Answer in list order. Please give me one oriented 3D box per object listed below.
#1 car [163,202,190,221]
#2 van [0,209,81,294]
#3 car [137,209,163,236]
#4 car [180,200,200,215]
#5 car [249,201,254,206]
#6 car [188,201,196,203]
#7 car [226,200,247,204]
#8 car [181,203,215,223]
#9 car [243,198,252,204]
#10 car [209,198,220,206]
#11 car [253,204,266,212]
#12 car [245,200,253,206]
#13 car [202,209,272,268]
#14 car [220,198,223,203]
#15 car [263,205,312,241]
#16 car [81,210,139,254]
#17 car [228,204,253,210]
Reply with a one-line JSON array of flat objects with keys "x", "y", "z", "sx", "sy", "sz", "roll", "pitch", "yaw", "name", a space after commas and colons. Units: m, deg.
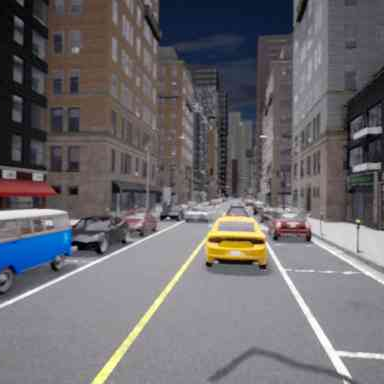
[{"x": -1.702, "y": 1.873, "z": 30.389, "sx": 1.947, "sy": 1.339, "sz": 4.313, "roll": 1, "pitch": -1, "yaw": 8, "name": "car"}, {"x": -4.690, "y": 1.373, "z": 8.591, "sx": 1.690, "sy": 1.788, "sz": 3.998, "roll": 1, "pitch": -1, "yaw": 8, "name": "van"}, {"x": -3.197, "y": 1.751, "z": 19.489, "sx": 1.802, "sy": 1.307, "sz": 4.206, "roll": 1, "pitch": -1, "yaw": 8, "name": "car"}, {"x": -0.206, "y": 1.887, "z": 41.290, "sx": 1.967, "sy": 1.590, "sz": 4.097, "roll": 1, "pitch": -1, "yaw": 8, "name": "car"}, {"x": 8.238, "y": 2.110, "z": 40.128, "sx": 1.947, "sy": 1.339, "sz": 4.313, "roll": 1, "pitch": -1, "yaw": 8, "name": "car"}, {"x": -0.955, "y": 1.958, "z": 35.838, "sx": 1.802, "sy": 1.307, "sz": 4.206, "roll": 1, "pitch": -1, "yaw": 8, "name": "car"}, {"x": 5.373, "y": 2.034, "z": 40.248, "sx": 1.812, "sy": 1.442, "sz": 4.674, "roll": 1, "pitch": -1, "yaw": 9, "name": "car"}, {"x": 0.618, "y": 1.915, "z": 28.327, "sx": 1.895, "sy": 1.301, "sz": 4.718, "roll": 1, "pitch": -1, "yaw": 8, "name": "car"}, {"x": 13.313, "y": 2.487, "z": 76.868, "sx": 1.967, "sy": 1.590, "sz": 4.097, "roll": 0, "pitch": -1, "yaw": 8, "name": "car"}, {"x": 4.868, "y": 2.532, "z": 78.039, "sx": 1.802, "sy": 1.307, "sz": 4.206, "roll": 0, "pitch": -1, "yaw": 8, "name": "car"}, {"x": 6.743, "y": 1.955, "z": 29.229, "sx": 2.008, "sy": 1.369, "sz": 4.403, "roll": 1, "pitch": -1, "yaw": 8, "name": "car"}, {"x": 14.080, "y": 2.652, "z": 82.393, "sx": 1.752, "sy": 1.417, "sz": 4.829, "roll": 0, "pitch": -1, "yaw": 8, "name": "car"}, {"x": 1.588, "y": 1.628, "z": 12.001, "sx": 1.882, "sy": 1.535, "sz": 5.008, "roll": 1, "pitch": 0, "yaw": 8, "name": "car"}, {"x": 6.358, "y": 2.657, "z": 88.752, "sx": 2.008, "sy": 1.369, "sz": 4.403, "roll": 0, "pitch": -1, "yaw": 8, "name": "car"}, {"x": 5.250, "y": 1.707, "z": 18.330, "sx": 1.967, "sy": 1.590, "sz": 4.097, "roll": 1, "pitch": -1, "yaw": 8, "name": "car"}, {"x": -3.945, "y": 1.666, "z": 14.039, "sx": 1.947, "sy": 1.339, "sz": 4.313, "roll": 1, "pitch": -1, "yaw": 8, "name": "car"}, {"x": 3.595, "y": 1.898, "z": 26.546, "sx": 1.994, "sy": 1.385, "sz": 4.181, "roll": 1, "pitch": -1, "yaw": 8, "name": "car"}]
